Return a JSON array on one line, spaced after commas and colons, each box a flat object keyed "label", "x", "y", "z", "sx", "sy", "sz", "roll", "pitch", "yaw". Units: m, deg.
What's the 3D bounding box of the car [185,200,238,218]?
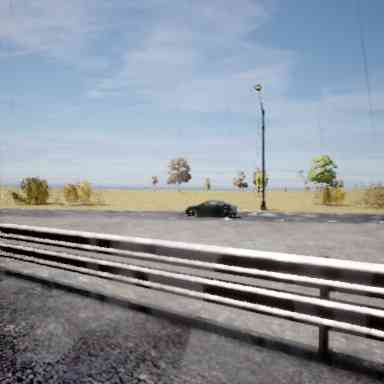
[{"label": "car", "x": 1.556, "y": 1.323, "z": 26.639, "sx": 4.181, "sy": 1.385, "sz": 1.994, "roll": 0, "pitch": 0, "yaw": 16}]
